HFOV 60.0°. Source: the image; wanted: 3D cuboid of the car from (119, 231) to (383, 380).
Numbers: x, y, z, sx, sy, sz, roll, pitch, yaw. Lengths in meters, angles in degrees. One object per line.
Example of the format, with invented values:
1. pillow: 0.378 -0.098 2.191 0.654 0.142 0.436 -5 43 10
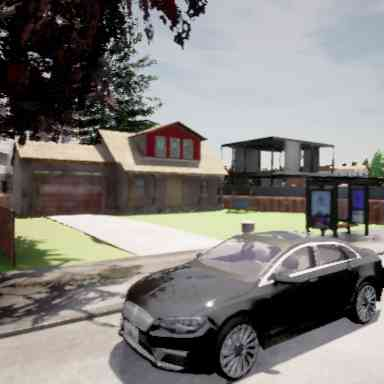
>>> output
1. car: 1.267 1.457 5.488 4.902 1.511 2.128 0 0 -35
